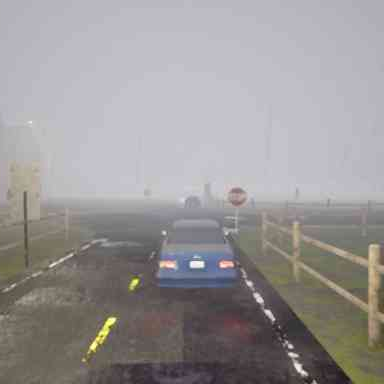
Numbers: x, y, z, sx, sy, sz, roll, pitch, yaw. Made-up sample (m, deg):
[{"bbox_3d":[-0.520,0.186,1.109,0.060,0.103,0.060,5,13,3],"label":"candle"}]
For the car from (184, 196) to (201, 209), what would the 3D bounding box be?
[{"bbox_3d":[0.078,1.164,39.100,1.882,1.535,5.008,0,0,0],"label":"car"}]

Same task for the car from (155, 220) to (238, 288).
[{"bbox_3d":[0.098,1.471,9.139,2.033,1.411,5.357,0,0,0],"label":"car"}]
